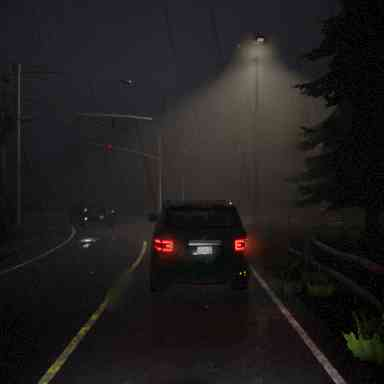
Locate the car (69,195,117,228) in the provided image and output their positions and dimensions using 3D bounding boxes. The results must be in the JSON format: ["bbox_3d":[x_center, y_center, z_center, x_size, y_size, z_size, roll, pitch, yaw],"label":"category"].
[{"bbox_3d":[-6.975,1.227,23.007,2.150,2.045,5.566,1,-1,-30],"label":"car"}]

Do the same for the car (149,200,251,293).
[{"bbox_3d":[0.010,1.221,9.105,2.150,2.045,5.566,0,0,-5],"label":"car"}]

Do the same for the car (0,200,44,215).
[{"bbox_3d":[-17.585,1.547,34.076,5.357,1.411,2.033,0,0,29],"label":"car"}]

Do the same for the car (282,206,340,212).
[{"bbox_3d":[10.708,1.627,30.182,4.718,1.301,1.895,0,0,0],"label":"car"}]
